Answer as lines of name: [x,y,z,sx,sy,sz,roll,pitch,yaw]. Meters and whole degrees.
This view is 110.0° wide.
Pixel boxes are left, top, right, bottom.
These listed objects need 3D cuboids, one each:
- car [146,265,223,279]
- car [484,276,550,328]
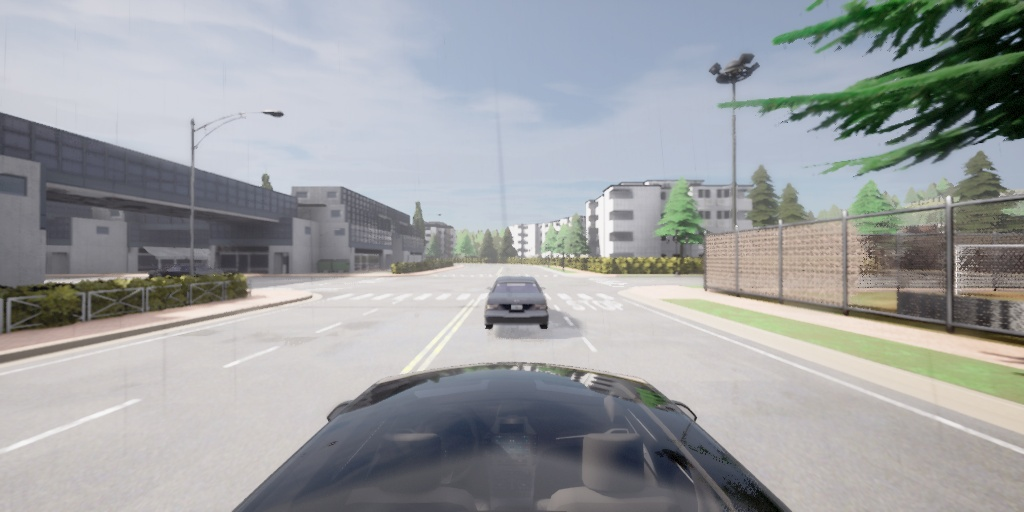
car: [-27.717,1.461,30.595,5.357,1.411,2.033,0,0,-1]
car: [0.131,1.354,11.602,2.033,1.411,5.357,0,0,0]
